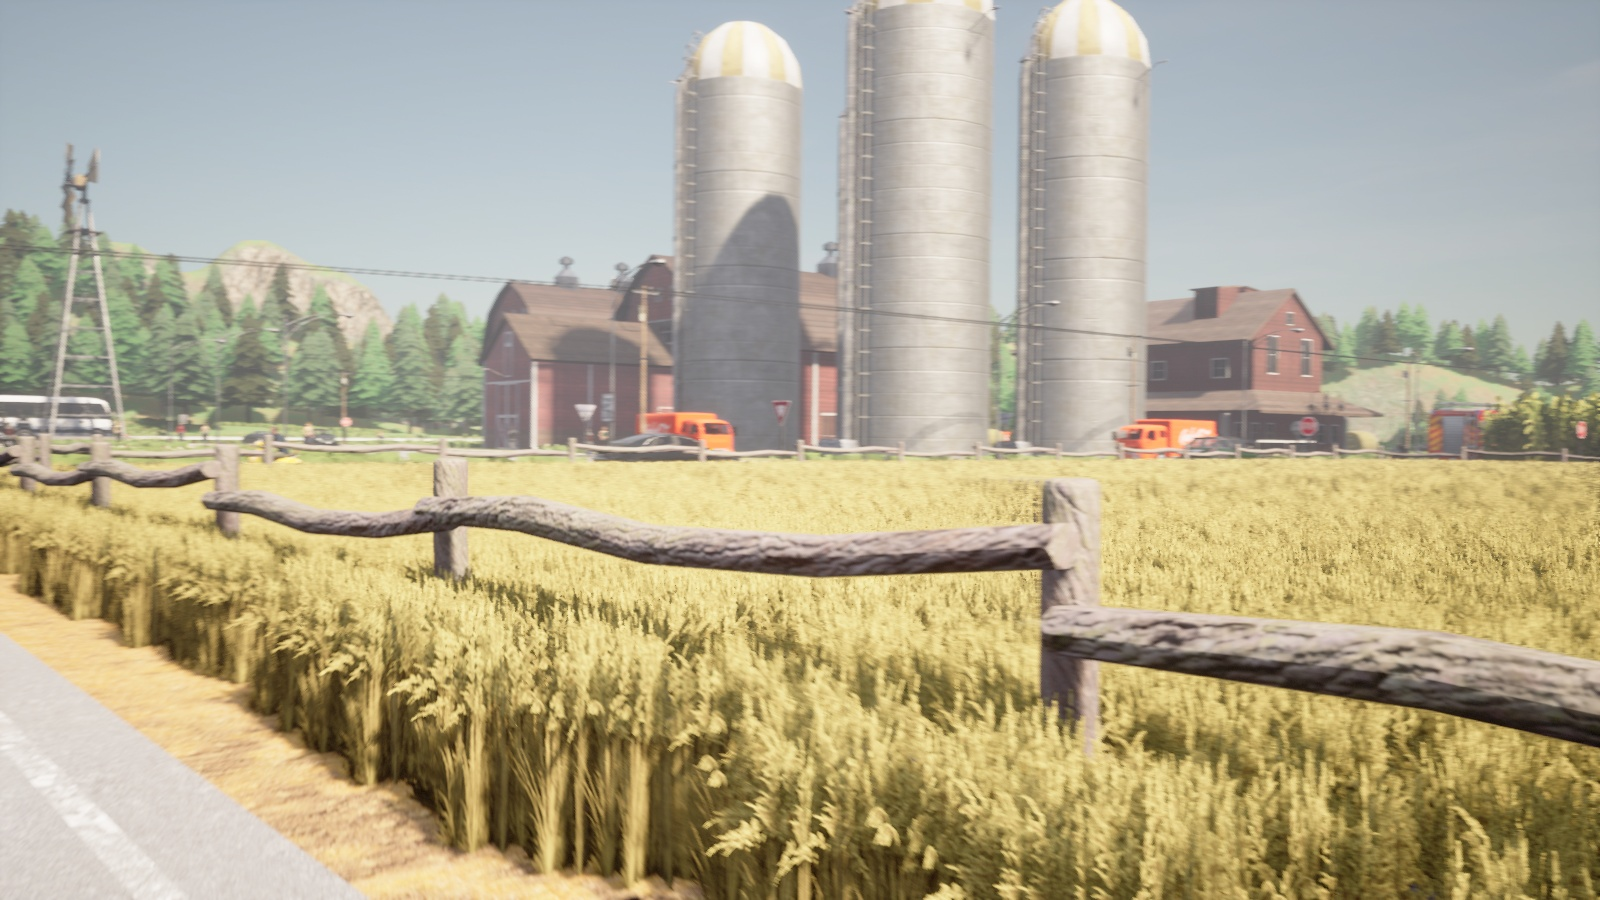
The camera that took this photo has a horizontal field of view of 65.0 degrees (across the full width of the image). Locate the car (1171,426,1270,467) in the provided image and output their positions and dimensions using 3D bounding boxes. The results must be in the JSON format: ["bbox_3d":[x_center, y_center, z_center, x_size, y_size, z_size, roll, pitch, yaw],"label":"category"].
[{"bbox_3d":[19.107,-0.173,56.951,4.553,1.767,2.097,-1,1,-38],"label":"car"}]

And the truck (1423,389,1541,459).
[{"bbox_3d":[39.668,-1.508,72.927,8.468,3.827,2.891,-1,1,-38],"label":"truck"}]

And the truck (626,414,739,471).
[{"bbox_3d":[-5.364,-0.356,56.847,2.627,2.467,5.204,-1,1,-39],"label":"truck"}]

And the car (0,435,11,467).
[{"bbox_3d":[-48.125,0.031,74.337,1.932,1.855,4.605,-1,1,-38],"label":"car"}]

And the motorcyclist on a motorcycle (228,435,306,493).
[{"bbox_3d":[-14.845,0.389,34.983,1.817,1.590,0.866,1,0,-37],"label":"motorcyclist on a motorcycle"}]

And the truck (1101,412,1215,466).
[{"bbox_3d":[17.051,-0.535,59.745,5.204,2.467,2.627,-1,1,-37],"label":"truck"}]

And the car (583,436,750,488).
[{"bbox_3d":[-4.095,0.328,38.916,4.892,1.490,1.837,-1,1,-38],"label":"car"}]
